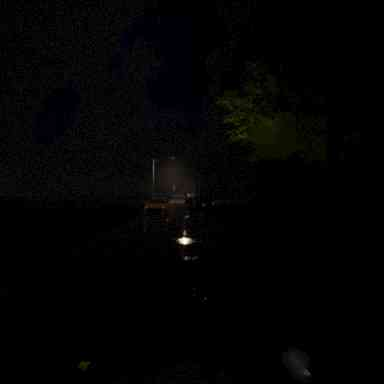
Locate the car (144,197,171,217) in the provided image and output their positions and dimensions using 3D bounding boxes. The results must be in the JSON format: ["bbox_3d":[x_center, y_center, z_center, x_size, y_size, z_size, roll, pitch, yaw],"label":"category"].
[{"bbox_3d":[-2.866,1.204,28.072,1.882,1.535,5.008,0,1,0],"label":"car"}]

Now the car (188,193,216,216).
[{"bbox_3d":[0.942,1.066,29.175,2.097,1.767,4.553,0,1,0],"label":"car"}]

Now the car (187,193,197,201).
[{"bbox_3d":[-0.043,0.896,64.095,1.895,1.301,4.718,0,1,0],"label":"car"}]

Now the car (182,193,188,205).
[{"bbox_3d":[-0.026,1.055,47.470,2.033,1.411,5.357,0,1,0],"label":"car"}]

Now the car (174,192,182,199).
[{"bbox_3d":[-2.797,0.687,69.305,1.882,1.535,5.008,0,1,0],"label":"car"}]
